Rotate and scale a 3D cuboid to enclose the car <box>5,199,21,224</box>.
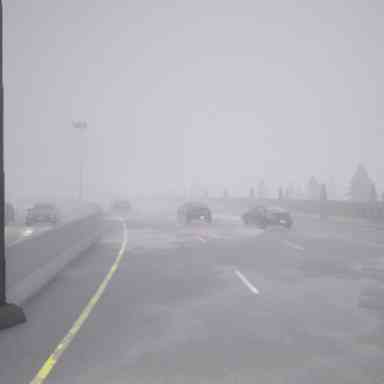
[{"bbox_3d":[-14.454,1.564,24.731,1.837,1.490,4.892,0,0,-17],"label":"car"}]

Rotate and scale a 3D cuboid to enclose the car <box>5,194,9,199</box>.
[{"bbox_3d":[-35.411,1.324,61.351,2.150,2.045,5.566,0,0,-43],"label":"car"}]

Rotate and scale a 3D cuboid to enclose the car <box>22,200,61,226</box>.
[{"bbox_3d":[-10.664,1.547,24.184,1.837,1.490,4.892,0,0,-16],"label":"car"}]

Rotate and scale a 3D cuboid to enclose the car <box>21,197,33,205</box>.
[{"bbox_3d":[-29.893,1.674,60.448,1.994,1.385,4.181,0,0,-40],"label":"car"}]

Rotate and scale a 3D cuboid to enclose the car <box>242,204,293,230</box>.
[{"bbox_3d":[4.681,1.501,21.015,1.812,1.442,4.674,0,0,-11],"label":"car"}]

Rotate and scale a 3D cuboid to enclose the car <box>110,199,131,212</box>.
[{"bbox_3d":[-8.514,1.521,39.455,2.128,1.511,4.902,0,0,-23],"label":"car"}]

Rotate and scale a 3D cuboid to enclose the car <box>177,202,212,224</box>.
[{"bbox_3d":[0.112,1.499,25.240,1.837,1.490,4.892,0,0,-14],"label":"car"}]
